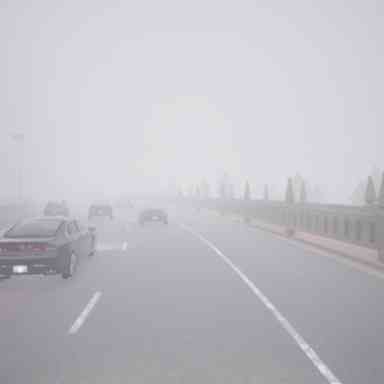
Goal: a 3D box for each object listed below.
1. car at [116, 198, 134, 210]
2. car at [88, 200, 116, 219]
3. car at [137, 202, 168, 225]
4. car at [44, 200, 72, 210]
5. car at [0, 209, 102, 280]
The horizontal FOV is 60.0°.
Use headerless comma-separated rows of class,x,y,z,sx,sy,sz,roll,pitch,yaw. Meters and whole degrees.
car,-8.333,1.442,40.303,1.994,1.385,4.181,0,0,-22
car,-7.704,1.400,28.079,1.882,1.535,5.008,0,0,-16
car,-2.839,1.448,23.232,1.812,1.442,4.674,0,0,-13
car,-11.504,1.426,28.556,2.128,1.511,4.902,0,0,-17
car,-4.127,1.482,9.919,1.837,1.490,4.892,0,0,-6
